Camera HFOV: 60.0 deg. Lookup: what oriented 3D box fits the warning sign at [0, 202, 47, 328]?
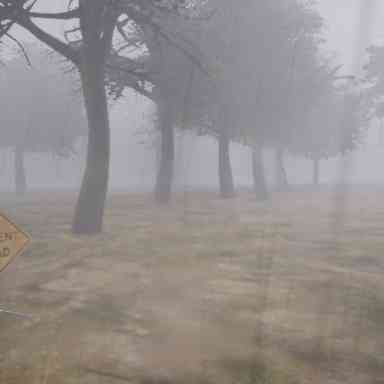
[{"bbox_3d":[-3.239,1.111,5.370,1.060,1.860,1.300,0,0,39],"label":"warning sign"}]
